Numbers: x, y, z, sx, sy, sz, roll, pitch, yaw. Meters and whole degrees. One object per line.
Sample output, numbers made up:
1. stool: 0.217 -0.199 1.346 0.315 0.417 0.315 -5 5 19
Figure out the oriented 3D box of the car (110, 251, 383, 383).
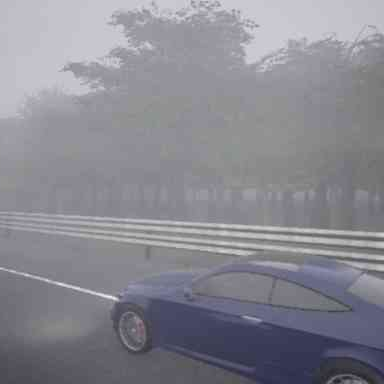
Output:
1. car: 0.932 1.558 4.489 4.674 1.442 1.812 -1 -1 36
